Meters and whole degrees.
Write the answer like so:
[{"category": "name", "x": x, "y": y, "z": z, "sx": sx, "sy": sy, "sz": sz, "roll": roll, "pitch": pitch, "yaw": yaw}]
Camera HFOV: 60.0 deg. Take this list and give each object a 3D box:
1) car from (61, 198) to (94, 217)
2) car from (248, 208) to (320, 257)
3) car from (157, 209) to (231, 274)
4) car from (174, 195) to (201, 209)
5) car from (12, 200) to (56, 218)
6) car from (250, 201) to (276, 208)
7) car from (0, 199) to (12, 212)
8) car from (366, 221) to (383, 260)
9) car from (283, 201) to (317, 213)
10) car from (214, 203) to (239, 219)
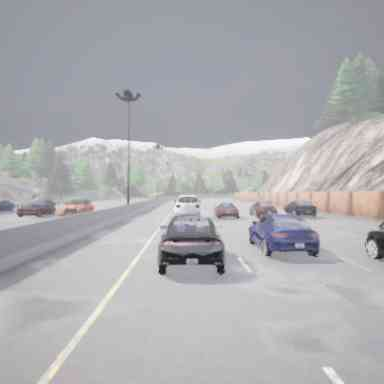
[{"category": "car", "x": -11.136, "y": 1.449, "z": 32.564, "sx": 2.097, "sy": 1.767, "sz": 4.553, "roll": 0, "pitch": 0, "yaw": -1}, {"category": "car", "x": 3.425, "y": 1.560, "z": 12.978, "sx": 1.812, "sy": 1.442, "sz": 4.674, "roll": 0, "pitch": 0, "yaw": -1}, {"category": "car", "x": -0.036, "y": 1.521, "z": 10.696, "sx": 2.128, "sy": 1.511, "sz": 4.902, "roll": 0, "pitch": 0, "yaw": -1}, {"category": "car", "x": -0.375, "y": 1.302, "z": 29.101, "sx": 2.150, "sy": 2.045, "sz": 5.566, "roll": 0, "pitch": 0, "yaw": -1}, {"category": "car", "x": -14.617, "y": 1.696, "z": 31.414, "sx": 1.895, "sy": 1.301, "sz": 4.718, "roll": 0, "pitch": 0, "yaw": -1}, {"category": "car", "x": 6.577, "y": 1.607, "z": 30.906, "sx": 1.812, "sy": 1.442, "sz": 4.674, "roll": 0, "pitch": 0, "yaw": -1}, {"category": "car", "x": -21.724, "y": 1.593, "z": 37.194, "sx": 1.882, "sy": 1.535, "sz": 5.008, "roll": 0, "pitch": 0, "yaw": -1}, {"category": "car", "x": 6.984, "y": 1.500, "z": 9.544, "sx": 1.882, "sy": 1.535, "sz": 5.008, "roll": 0, "pitch": 0, "yaw": -1}, {"category": "car", "x": 10.082, "y": 1.558, "z": 31.395, "sx": 1.882, "sy": 1.535, "sz": 5.008, "roll": 0, "pitch": 0, "yaw": -1}, {"category": "car", "x": 3.098, "y": 1.646, "z": 30.501, "sx": 1.994, "sy": 1.385, "sz": 4.181, "roll": 0, "pitch": 0, "yaw": -1}]
